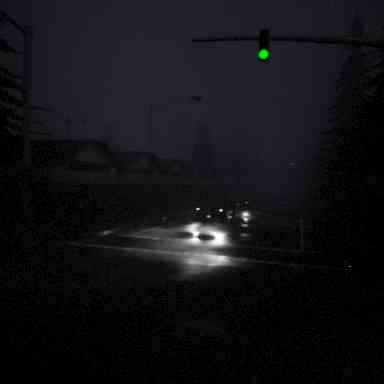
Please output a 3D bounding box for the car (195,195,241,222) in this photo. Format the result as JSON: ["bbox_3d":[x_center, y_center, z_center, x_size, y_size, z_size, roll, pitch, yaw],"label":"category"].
[{"bbox_3d":[1.716,1.109,22.143,1.895,1.301,4.718,3,2,18],"label":"car"}]

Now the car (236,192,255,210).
[{"bbox_3d":[4.888,0.823,31.755,1.837,1.490,4.892,3,2,18],"label":"car"}]
